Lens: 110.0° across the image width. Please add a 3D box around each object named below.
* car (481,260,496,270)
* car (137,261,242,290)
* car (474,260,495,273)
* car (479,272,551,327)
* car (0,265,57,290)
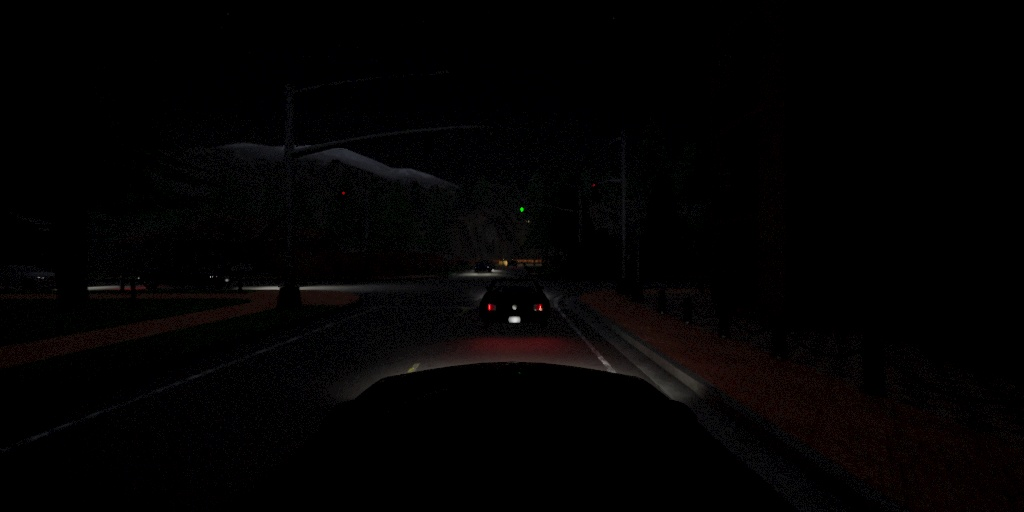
[{"bbox_3d":[-3.596,1.366,55.034,1.994,1.385,4.181,0,0,0],"label":"car"},{"bbox_3d":[-20.191,1.247,22.278,4.902,1.511,2.128,0,0,-1],"label":"car"},{"bbox_3d":[-3.596,1.270,45.054,1.882,1.535,5.008,0,0,0],"label":"car"},{"bbox_3d":[0.081,1.360,11.511,1.895,1.301,4.718,0,0,0],"label":"car"},{"bbox_3d":[-30.138,1.281,22.052,4.674,1.442,1.812,0,0,-1],"label":"car"}]
